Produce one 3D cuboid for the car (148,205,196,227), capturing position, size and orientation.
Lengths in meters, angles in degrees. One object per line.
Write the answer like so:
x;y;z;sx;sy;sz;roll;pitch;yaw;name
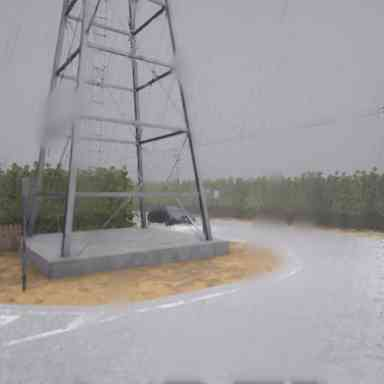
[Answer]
-1.527;1.683;24.185;1.994;1.385;4.181;0;0;-36;car
